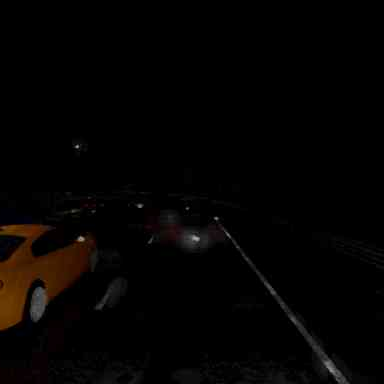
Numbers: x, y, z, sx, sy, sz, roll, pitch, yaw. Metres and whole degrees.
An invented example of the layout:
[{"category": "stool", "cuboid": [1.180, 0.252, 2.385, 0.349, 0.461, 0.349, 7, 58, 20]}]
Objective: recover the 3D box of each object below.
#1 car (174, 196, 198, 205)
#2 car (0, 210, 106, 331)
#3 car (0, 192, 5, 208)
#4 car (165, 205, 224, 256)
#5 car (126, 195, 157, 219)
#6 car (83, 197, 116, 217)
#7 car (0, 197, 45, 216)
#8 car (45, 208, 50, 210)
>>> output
[{"category": "car", "cuboid": [-0.551, 1.128, 29.327, 1.882, 1.535, 5.008, 0, 1, -4]}, {"category": "car", "cuboid": [-3.430, 1.395, 6.826, 1.882, 1.535, 5.008, 0, 1, 0]}, {"category": "car", "cuboid": [-22.605, 0.918, 36.416, 2.097, 1.767, 4.553, 0, 1, -8]}, {"category": "car", "cuboid": [0.076, 1.416, 12.418, 1.994, 1.385, 4.181, 0, 1, 0]}, {"category": "car", "cuboid": [-3.837, 1.043, 25.838, 2.097, 1.767, 4.553, 0, 1, -3]}, {"category": "car", "cuboid": [-7.402, 1.173, 26.840, 2.128, 1.511, 4.902, 0, 1, -4]}, {"category": "car", "cuboid": [-6.913, 1.099, 10.191, 2.150, 2.045, 5.566, 0, 1, 0]}, {"category": "car", "cuboid": [-10.597, 1.301, 20.670, 2.033, 1.411, 5.357, 0, 1, -2]}]
